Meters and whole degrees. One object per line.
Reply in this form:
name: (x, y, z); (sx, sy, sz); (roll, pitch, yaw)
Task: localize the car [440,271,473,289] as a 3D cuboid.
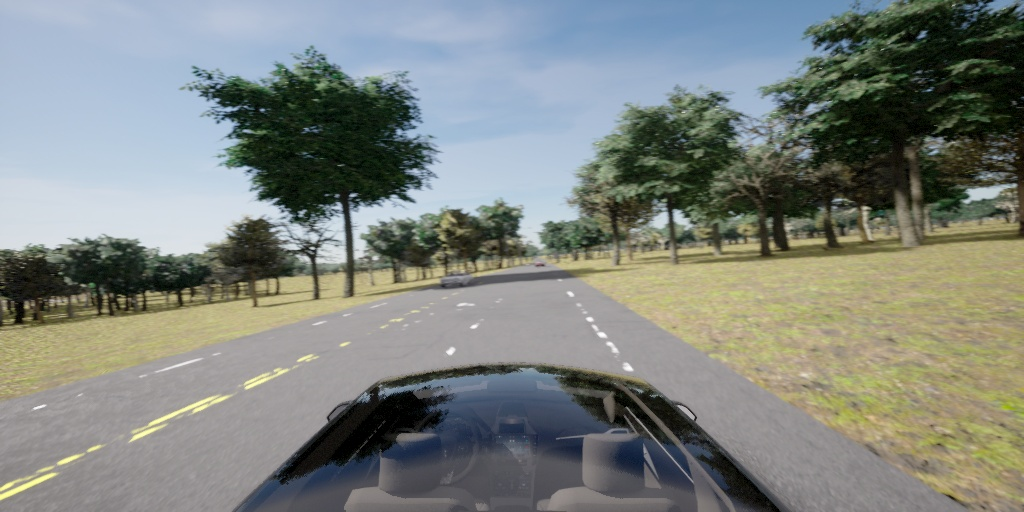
car: (-4.759, 1.975, 30.993); (1.895, 1.301, 4.718); (-5, -1, 6)
